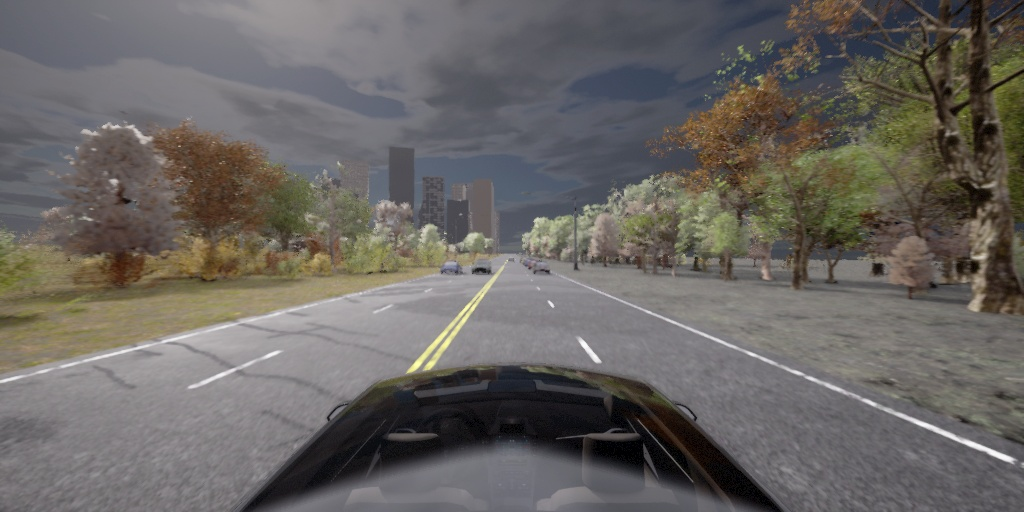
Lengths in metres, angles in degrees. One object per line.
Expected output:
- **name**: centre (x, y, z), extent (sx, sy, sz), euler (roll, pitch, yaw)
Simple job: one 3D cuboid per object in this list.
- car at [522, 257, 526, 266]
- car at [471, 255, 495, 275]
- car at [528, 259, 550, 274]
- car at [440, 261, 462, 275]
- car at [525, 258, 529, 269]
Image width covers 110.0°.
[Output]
- **car**: centre (3.217, 1.248, 62.850), extent (1.812, 1.442, 4.674), euler (0, 0, 0)
- **car**: centre (-3.310, 1.110, 39.937), extent (2.097, 1.767, 4.553), euler (0, 0, 0)
- **car**: centre (3.262, 1.299, 40.829), extent (2.033, 1.411, 5.357), euler (0, 0, 0)
- **car**: centre (-6.557, 1.285, 39.123), extent (1.812, 1.442, 4.674), euler (0, 0, 0)
- **car**: centre (3.252, 1.269, 51.847), extent (1.812, 1.442, 4.674), euler (0, 0, 0)
